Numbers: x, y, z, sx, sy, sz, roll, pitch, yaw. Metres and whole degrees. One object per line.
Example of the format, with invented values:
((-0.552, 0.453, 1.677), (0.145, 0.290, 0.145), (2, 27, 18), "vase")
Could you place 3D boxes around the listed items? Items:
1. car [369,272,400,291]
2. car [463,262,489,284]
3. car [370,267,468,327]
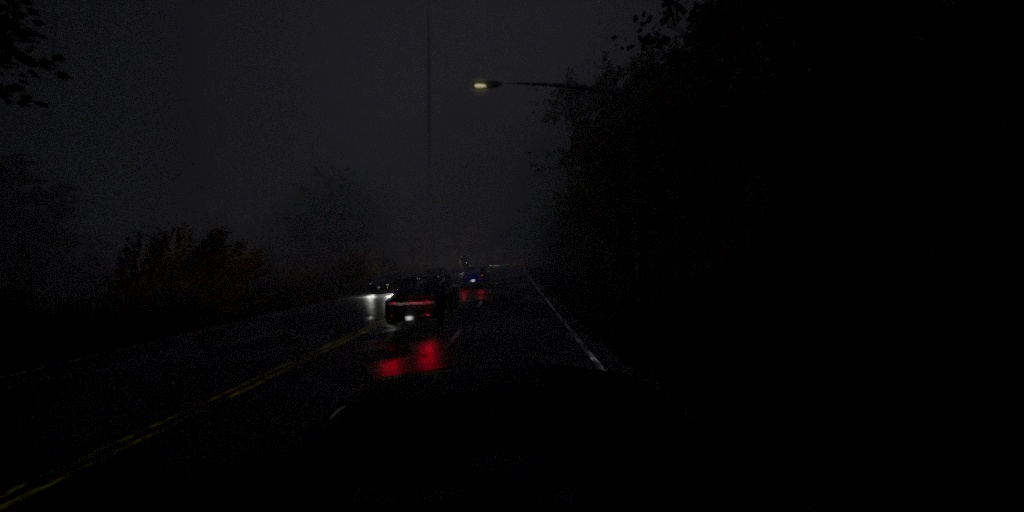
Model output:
((-9.683, 2.074, 28.529), (1.837, 1.490, 4.892), (-3, -1, 1), "car")
((-2.985, 1.623, 29.841), (1.812, 1.442, 4.674), (-6, 2, 1), "car")
((-3.108, 1.517, 13.213), (2.128, 1.511, 4.902), (-1, 3, 0), "car")
